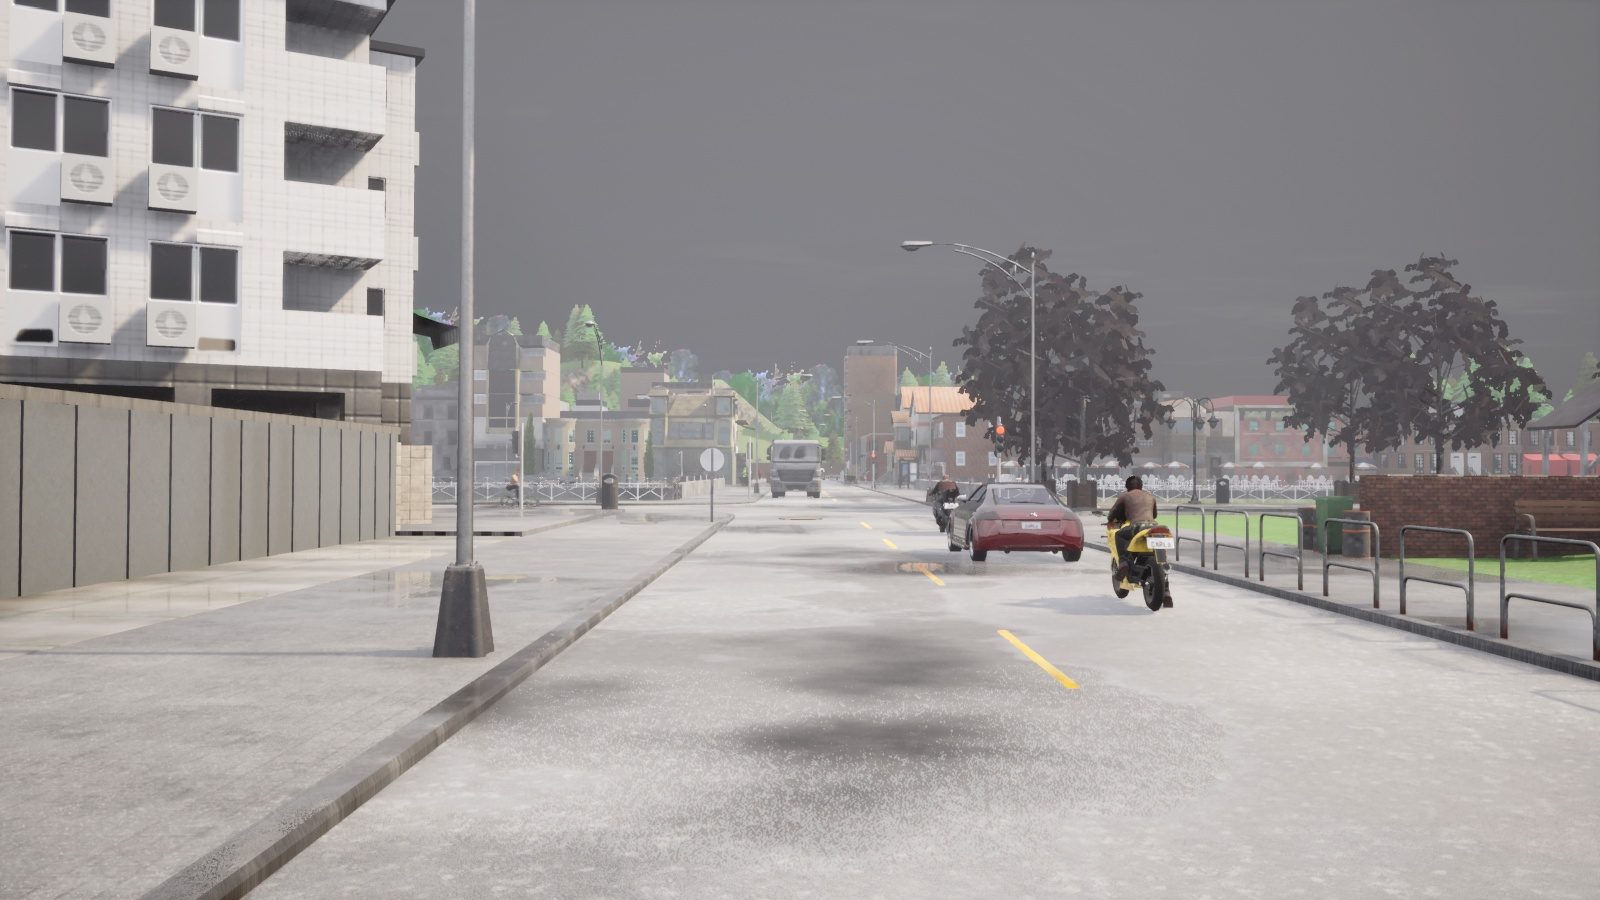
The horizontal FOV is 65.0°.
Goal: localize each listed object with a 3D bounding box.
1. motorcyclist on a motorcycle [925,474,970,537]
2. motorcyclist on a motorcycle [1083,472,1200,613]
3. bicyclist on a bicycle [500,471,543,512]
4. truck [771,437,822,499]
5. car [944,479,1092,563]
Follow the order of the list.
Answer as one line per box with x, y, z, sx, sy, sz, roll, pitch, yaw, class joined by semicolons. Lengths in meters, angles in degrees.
3.677;1.362;31.448;0.866;1.530;2.191;0;-1;0;motorcyclist on a motorcycle
3.957;1.028;14.727;0.797;1.523;2.044;0;-1;0;motorcyclist on a motorcycle
-10.984;1.627;49.634;1.509;1.612;0.866;0;-1;0;bicyclist on a bicycle
-0.218;1.085;74.708;2.891;3.462;7.936;0;-1;0;truck
3.933;1.254;23.348;1.994;1.385;4.181;0;-1;0;car
